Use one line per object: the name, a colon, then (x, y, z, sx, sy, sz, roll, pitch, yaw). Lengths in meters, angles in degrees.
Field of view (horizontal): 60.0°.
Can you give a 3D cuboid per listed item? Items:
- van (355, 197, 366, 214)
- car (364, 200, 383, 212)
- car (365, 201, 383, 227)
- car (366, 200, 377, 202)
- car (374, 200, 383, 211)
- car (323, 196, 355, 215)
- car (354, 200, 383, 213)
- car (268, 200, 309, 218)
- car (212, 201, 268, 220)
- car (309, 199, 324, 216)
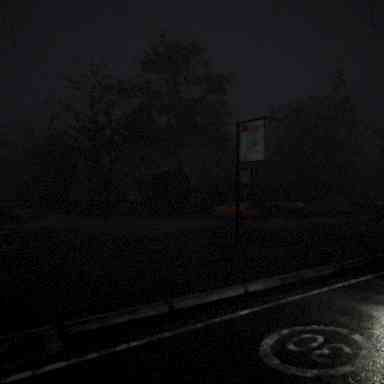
van: (17.351, 1.493, 39.004, 1.878, 1.987, 4.442, 1, -1, -35)
car: (26.487, 1.873, 45.379, 2.097, 1.535, 5.008, 1, -1, -36)
car: (13.651, 1.569, 20.159, 2.231, 1.521, 4.892, 1, 0, -35)
car: (21.951, 1.836, 42.143, 2.002, 1.452, 4.674, 1, -1, -36)
car: (28.766, 1.942, 46.979, 2.163, 1.488, 4.792, 1, -1, -36)
car: (15.172, 1.557, 37.269, 2.185, 1.767, 4.553, 1, -1, -35)
car: (24.324, 1.832, 43.613, 1.946, 1.575, 5.366, 1, -1, -36)
car: (8.345, 1.591, 32.450, 2.097, 1.535, 5.008, 1, 0, -35)
car: (3.814, 1.547, 29.213, 2.097, 1.535, 5.008, 0, 0, -35)
car: (10.616, 1.659, 34.064, 2.002, 1.452, 4.674, 1, 0, -35)
